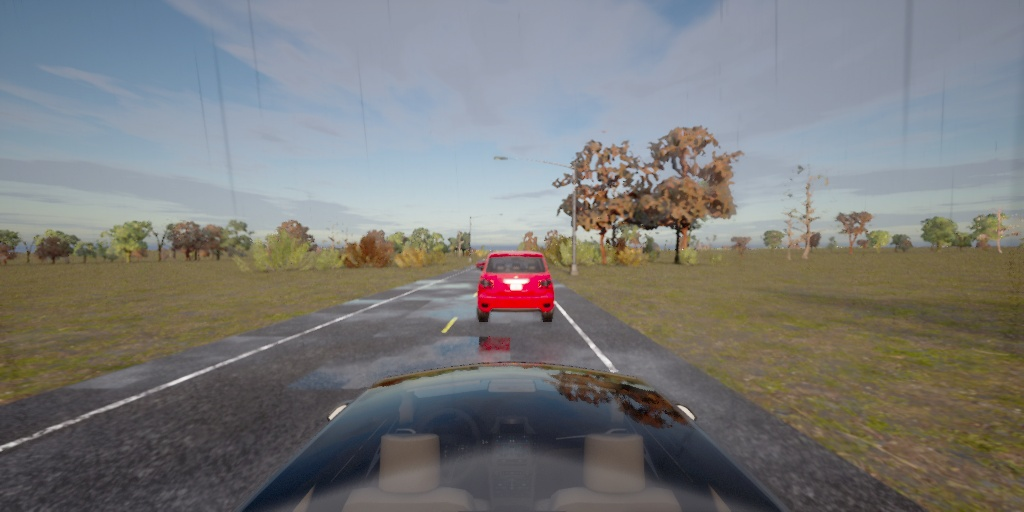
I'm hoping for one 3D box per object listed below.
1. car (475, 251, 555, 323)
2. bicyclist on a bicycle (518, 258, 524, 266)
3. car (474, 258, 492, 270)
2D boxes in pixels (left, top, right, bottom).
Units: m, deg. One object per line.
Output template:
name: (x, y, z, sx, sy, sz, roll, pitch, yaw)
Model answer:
car: (0.098, 0.886, 11.865, 2.150, 2.045, 5.566, 0, 0, 0)
bicyclist on a bicycle: (0.969, 0.843, 36.462, 0.659, 1.776, 1.843, 0, 1, 0)
car: (-3.602, 1.000, 45.723, 1.895, 1.301, 4.718, 0, 0, 0)
